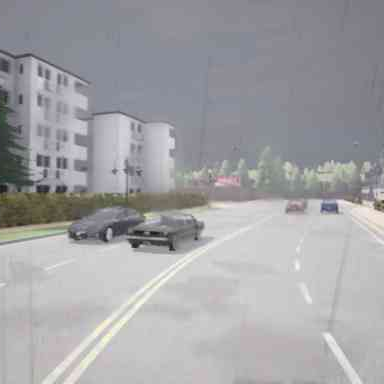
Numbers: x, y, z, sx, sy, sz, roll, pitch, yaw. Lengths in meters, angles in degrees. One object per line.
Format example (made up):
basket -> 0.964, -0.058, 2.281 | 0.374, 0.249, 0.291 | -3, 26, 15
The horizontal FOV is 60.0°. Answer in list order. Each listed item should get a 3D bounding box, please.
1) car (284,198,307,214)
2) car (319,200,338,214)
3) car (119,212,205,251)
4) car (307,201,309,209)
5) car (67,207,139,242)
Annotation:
car -> 11.356, 1.633, 36.608 | 1.812, 1.442, 4.674 | 1, 0, 21
car -> 15.808, 1.628, 38.420 | 1.882, 1.535, 5.008 | 1, 0, 21
car -> -0.953, 1.591, 14.291 | 1.895, 1.301, 4.718 | 1, 0, 19
car -> 14.783, 1.646, 45.472 | 1.837, 1.490, 4.892 | 1, 0, 21
car -> -3.971, 1.516, 16.342 | 1.837, 1.490, 4.892 | 1, 0, 20
